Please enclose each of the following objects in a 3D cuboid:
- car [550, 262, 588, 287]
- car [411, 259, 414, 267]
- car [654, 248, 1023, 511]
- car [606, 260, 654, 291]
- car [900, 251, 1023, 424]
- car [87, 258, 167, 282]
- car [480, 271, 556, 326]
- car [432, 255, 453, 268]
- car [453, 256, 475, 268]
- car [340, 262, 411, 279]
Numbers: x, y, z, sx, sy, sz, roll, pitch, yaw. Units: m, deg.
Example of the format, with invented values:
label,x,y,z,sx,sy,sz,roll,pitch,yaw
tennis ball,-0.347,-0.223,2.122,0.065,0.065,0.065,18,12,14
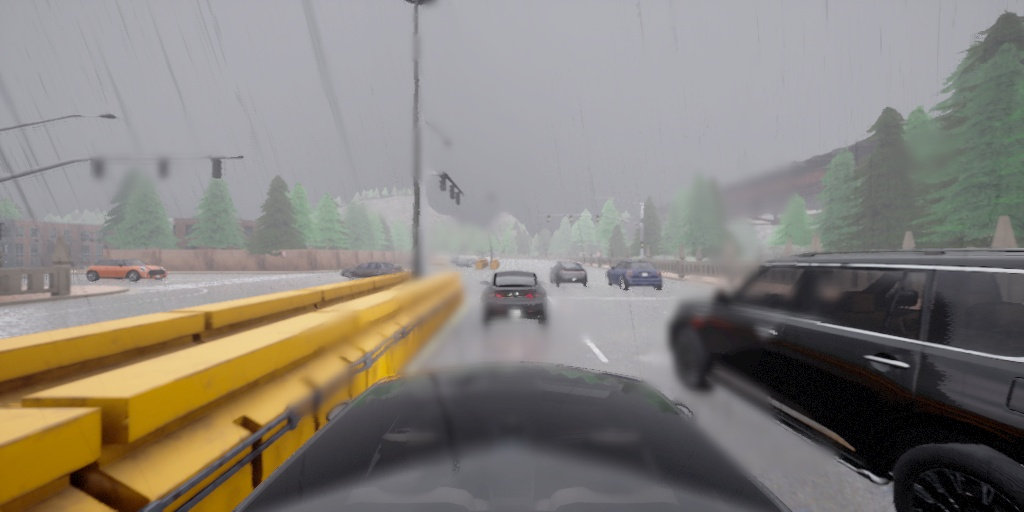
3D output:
label,x,y,z,sx,sy,sz,roll,pitch,yaw
car,3.622,1.143,23.255,2.128,1.511,4.902,0,0,0
car,-14.013,1.115,53.460,1.895,1.301,4.718,0,0,0
car,3.605,0.963,3.508,2.150,2.045,5.566,0,0,0
car,7.120,1.013,21.337,2.097,1.767,4.553,0,0,0
car,7.104,0.966,2.784,2.150,2.045,5.566,0,0,0
car,-29.122,0.985,27.245,4.553,1.767,2.097,0,0,0
car,0.057,1.209,11.409,1.837,1.490,4.892,0,0,-1
car,-10.516,0.994,52.966,1.882,1.535,5.008,0,0,0
car,-7.015,1.042,53.064,1.812,1.442,4.674,0,0,0
car,-11.258,1.172,29.131,5.357,1.411,2.033,0,0,19
